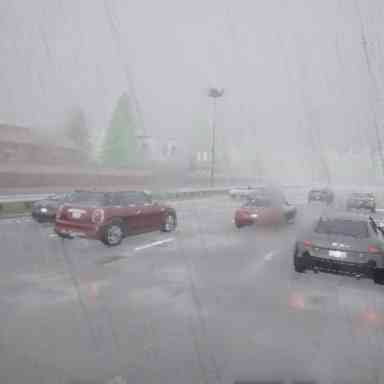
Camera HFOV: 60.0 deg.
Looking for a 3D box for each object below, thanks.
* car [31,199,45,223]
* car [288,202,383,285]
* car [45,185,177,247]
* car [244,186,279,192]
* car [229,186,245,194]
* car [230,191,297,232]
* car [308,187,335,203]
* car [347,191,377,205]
[{"bbox_3d":[-4.752,0.611,14.581,1.994,1.385,4.181,4,3,28],"label":"car"},{"bbox_3d":[4.035,1.223,8.789,1.994,1.385,4.181,4,3,28],"label":"car"},{"bbox_3d":[-2.373,0.637,11.609,2.097,1.767,4.553,4,3,28],"label":"car"},{"bbox_3d":[6.441,0.287,27.969,2.033,1.411,5.357,4,3,28],"label":"car"},{"bbox_3d":[5.464,0.015,33.531,1.895,1.301,4.718,4,3,28],"label":"car"},{"bbox_3d":[3.515,0.869,15.190,1.994,1.385,4.181,4,3,28],"label":"car"},{"bbox_3d":[12.158,0.263,31.207,2.128,1.511,4.902,4,3,28],"label":"car"},{"bbox_3d":[12.590,0.677,24.653,2.033,1.411,5.357,4,3,28],"label":"car"}]
